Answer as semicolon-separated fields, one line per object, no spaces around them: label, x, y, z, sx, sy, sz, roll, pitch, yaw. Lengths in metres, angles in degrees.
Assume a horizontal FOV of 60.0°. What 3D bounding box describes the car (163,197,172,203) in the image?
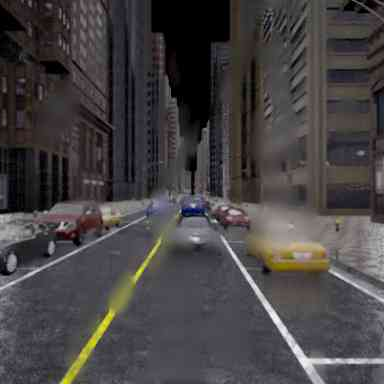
car;-5.703;1.926;77.898;1.947;1.339;4.313;0;0;0

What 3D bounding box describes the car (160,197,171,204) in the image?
car;-5.707;1.878;72.280;1.887;1.381;4.507;0;0;0

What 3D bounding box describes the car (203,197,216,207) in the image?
car;2.805;1.692;55.434;1.967;1.590;4.097;0;0;0

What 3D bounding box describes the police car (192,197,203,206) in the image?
police car;0.948;1.711;62.606;1.930;1.638;5.238;0;0;0

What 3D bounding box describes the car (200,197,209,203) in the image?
car;2.822;1.912;77.908;2.008;1.369;4.403;0;0;0

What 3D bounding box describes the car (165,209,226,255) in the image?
car;0.102;1.623;13.568;1.994;1.385;4.181;0;0;0

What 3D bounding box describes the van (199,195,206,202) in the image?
van;2.831;1.759;89.147;1.690;1.788;3.998;0;0;0

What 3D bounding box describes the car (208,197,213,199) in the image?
car;2.796;1.763;44.196;1.947;1.339;4.313;0;0;0

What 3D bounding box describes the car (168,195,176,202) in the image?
car;-5.690;1.761;94.754;2.192;1.841;5.009;0;0;0

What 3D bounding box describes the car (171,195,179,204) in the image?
car;-2.945;1.820;71.778;2.128;1.511;4.902;0;0;0

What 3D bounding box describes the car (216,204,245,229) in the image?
car;2.779;1.676;21.721;1.802;1.307;4.206;0;0;0

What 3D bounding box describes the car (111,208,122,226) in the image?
car;-5.746;1.618;21.545;1.752;1.417;4.829;0;0;0

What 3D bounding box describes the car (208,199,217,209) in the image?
car;2.787;1.670;33.129;1.752;1.417;4.829;0;0;0

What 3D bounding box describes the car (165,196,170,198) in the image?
car;-5.716;1.844;61.043;1.947;1.339;4.313;0;0;0

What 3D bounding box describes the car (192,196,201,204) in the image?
car;0.941;1.791;72.686;1.801;1.575;5.366;0;0;0

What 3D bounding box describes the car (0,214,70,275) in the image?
car;-5.755;1.596;10.478;2.008;1.369;4.403;0;0;0

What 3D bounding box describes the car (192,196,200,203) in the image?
car;0.914;1.821;78.686;1.801;1.575;5.366;0;0;0

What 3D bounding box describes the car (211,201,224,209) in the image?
car;2.783;1.700;27.340;1.802;1.307;4.206;0;0;0

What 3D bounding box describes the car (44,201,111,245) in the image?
car;-5.751;1.384;16.098;2.192;1.841;5.009;0;0;0

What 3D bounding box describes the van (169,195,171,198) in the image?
van;-5.712;1.646;66.663;1.690;1.788;3.998;0;0;0

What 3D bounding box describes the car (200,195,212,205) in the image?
car;2.813;1.621;66.672;2.192;1.841;5.009;0;0;0

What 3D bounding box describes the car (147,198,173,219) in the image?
car;-3.075;1.612;31.192;1.882;1.535;5.008;0;0;0

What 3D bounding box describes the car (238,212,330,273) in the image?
car;2.770;1.572;10.654;1.752;1.417;4.829;0;0;0

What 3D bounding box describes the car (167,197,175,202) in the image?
car;-5.694;1.999;89.135;1.802;1.307;4.206;0;0;0

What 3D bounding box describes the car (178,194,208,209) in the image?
car;0.121;1.359;31.701;2.150;2.045;5.566;0;0;0

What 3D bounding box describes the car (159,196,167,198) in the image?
car;-5.720;1.833;55.425;1.802;1.307;4.206;0;0;0

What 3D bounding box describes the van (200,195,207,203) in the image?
van;2.826;1.730;83.529;1.690;1.788;3.998;0;0;0
